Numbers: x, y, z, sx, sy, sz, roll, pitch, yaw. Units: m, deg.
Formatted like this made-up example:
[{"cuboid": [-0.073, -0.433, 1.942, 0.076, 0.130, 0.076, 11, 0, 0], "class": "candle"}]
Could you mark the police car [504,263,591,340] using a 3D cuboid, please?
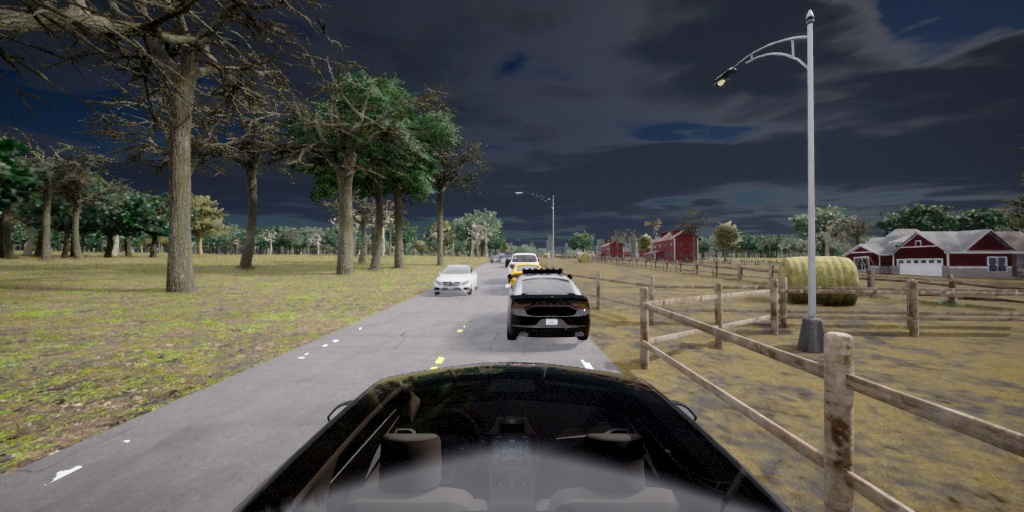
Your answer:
[{"cuboid": [0.826, 1.156, 10.030, 1.930, 1.638, 5.238, 0, 0, 0], "class": "police car"}]

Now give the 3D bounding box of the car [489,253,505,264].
[{"cuboid": [-2.808, 0.551, 62.312, 2.128, 1.511, 4.902, 0, 1, 0], "class": "car"}]

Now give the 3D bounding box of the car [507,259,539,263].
[{"cuboid": [0.828, 1.134, 19.921, 1.882, 1.535, 5.008, 0, 1, 0], "class": "car"}]

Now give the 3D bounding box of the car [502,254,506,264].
[{"cuboid": [0.049, 0.746, 49.291, 1.882, 1.535, 5.008, 0, 1, 1], "class": "car"}]

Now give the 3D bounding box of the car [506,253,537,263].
[{"cuboid": [0.829, 0.810, 25.952, 2.150, 2.045, 5.566, 0, 1, 0], "class": "car"}]

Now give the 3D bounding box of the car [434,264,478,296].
[{"cuboid": [-2.848, 1.191, 19.001, 1.812, 1.442, 4.674, 0, 1, 0], "class": "car"}]
